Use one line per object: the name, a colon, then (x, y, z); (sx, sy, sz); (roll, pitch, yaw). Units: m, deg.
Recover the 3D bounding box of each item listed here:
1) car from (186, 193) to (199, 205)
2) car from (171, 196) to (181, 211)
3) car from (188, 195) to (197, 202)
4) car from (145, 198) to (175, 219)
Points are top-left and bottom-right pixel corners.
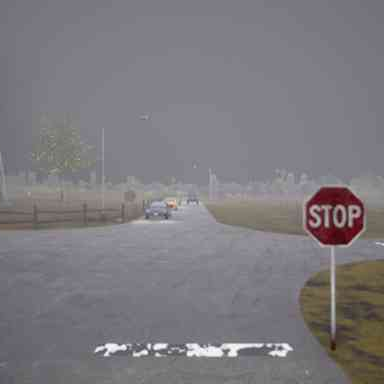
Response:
car: (0.116, 1.242, 61.004); (2.150, 2.045, 5.566); (0, 0, 0)
car: (-2.760, 1.481, 41.463); (1.882, 1.535, 5.008); (0, 0, 0)
car: (0.136, 1.420, 71.400); (1.994, 1.385, 4.181); (0, 0, 0)
car: (-2.837, 1.526, 28.963); (1.812, 1.442, 4.674); (0, 0, 2)
